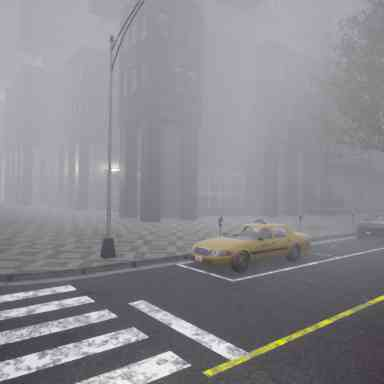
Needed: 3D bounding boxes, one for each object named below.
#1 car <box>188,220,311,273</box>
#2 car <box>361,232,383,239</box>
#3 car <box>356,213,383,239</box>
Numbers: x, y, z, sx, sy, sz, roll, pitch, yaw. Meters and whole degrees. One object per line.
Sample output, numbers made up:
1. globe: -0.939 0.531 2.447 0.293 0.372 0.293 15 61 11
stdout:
1. car: 2.075 1.632 11.121 4.829 1.417 1.752 1 0 -39
2. car: 5.595 1.603 6.552 4.902 1.511 2.128 1 -1 -39
3. car: 10.472 1.808 17.832 4.507 1.381 1.887 1 0 -39
